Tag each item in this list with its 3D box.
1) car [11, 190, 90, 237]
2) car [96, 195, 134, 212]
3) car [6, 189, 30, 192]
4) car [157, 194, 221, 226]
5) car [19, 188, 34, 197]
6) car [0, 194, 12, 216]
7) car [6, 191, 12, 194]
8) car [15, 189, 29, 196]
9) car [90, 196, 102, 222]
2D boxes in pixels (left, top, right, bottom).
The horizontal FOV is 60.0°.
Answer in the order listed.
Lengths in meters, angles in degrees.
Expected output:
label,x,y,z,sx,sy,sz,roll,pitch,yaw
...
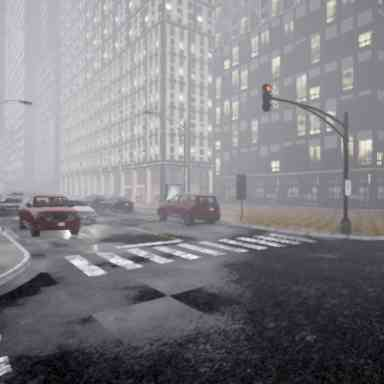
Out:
label,x,y,z,sx,sy,sz,roll,pitch,yaw
car,-7.000,1.011,16.144,2.192,1.841,5.009,2,0,-36
car,-6.783,1.080,30.094,1.947,1.339,4.313,2,0,-36
car,-20.929,0.715,39.756,1.812,1.442,4.674,0,1,-36
car,-0.257,1.037,21.117,2.192,1.841,5.009,2,0,-36
car,-32.858,0.109,66.000,1.967,1.590,4.097,2,0,-36
car,-13.526,1.070,25.119,1.802,1.307,4.206,2,0,-36
car,-20.044,0.829,34.093,2.008,1.369,4.403,2,0,-36
car,-36.120,0.106,70.489,1.887,1.381,4.507,2,0,-36
car,-7.710,1.141,21.526,1.812,1.442,4.674,0,1,-36
